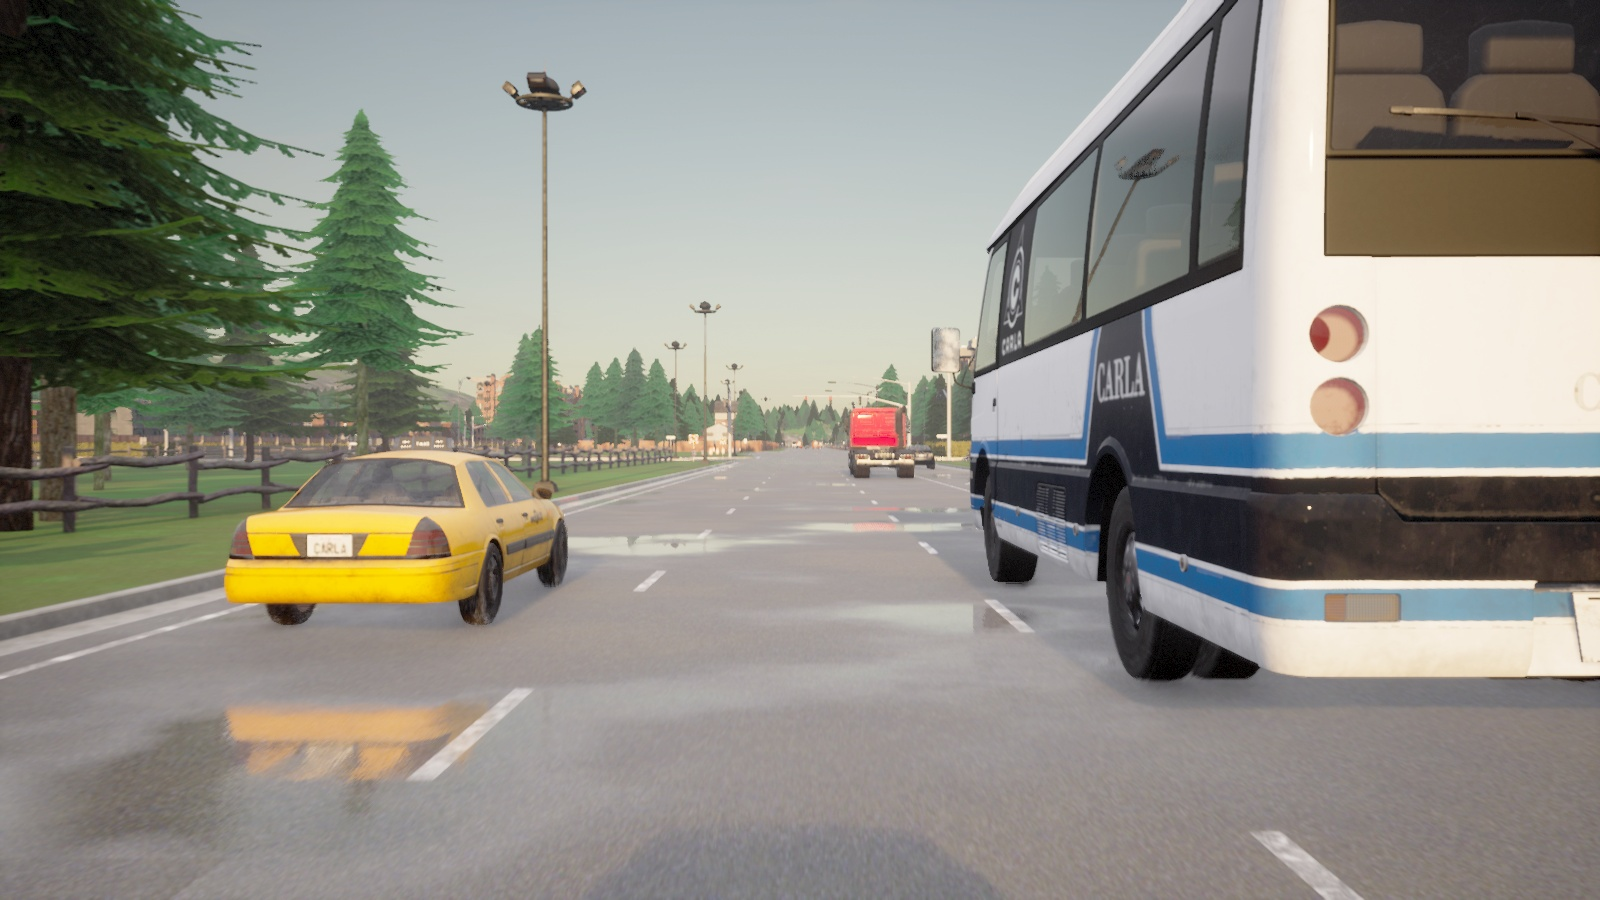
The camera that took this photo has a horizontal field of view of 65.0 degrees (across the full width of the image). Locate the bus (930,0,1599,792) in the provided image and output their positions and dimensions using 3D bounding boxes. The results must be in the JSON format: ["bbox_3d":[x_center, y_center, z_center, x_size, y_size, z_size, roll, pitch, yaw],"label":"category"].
[{"bbox_3d":[3.577,-0.660,10.573,3.944,4.253,10.273,0,0,0],"label":"bus"}]

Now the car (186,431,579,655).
[{"bbox_3d":[-3.419,0.647,11.537,1.801,1.575,5.366,0,0,0],"label":"car"}]

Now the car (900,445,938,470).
[{"bbox_3d":[7.470,0.451,79.444,2.007,1.525,4.514,0,0,0],"label":"car"}]

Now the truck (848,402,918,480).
[{"bbox_3d":[3.861,-0.421,60.321,2.891,3.462,7.936,0,0,0],"label":"truck"}]
